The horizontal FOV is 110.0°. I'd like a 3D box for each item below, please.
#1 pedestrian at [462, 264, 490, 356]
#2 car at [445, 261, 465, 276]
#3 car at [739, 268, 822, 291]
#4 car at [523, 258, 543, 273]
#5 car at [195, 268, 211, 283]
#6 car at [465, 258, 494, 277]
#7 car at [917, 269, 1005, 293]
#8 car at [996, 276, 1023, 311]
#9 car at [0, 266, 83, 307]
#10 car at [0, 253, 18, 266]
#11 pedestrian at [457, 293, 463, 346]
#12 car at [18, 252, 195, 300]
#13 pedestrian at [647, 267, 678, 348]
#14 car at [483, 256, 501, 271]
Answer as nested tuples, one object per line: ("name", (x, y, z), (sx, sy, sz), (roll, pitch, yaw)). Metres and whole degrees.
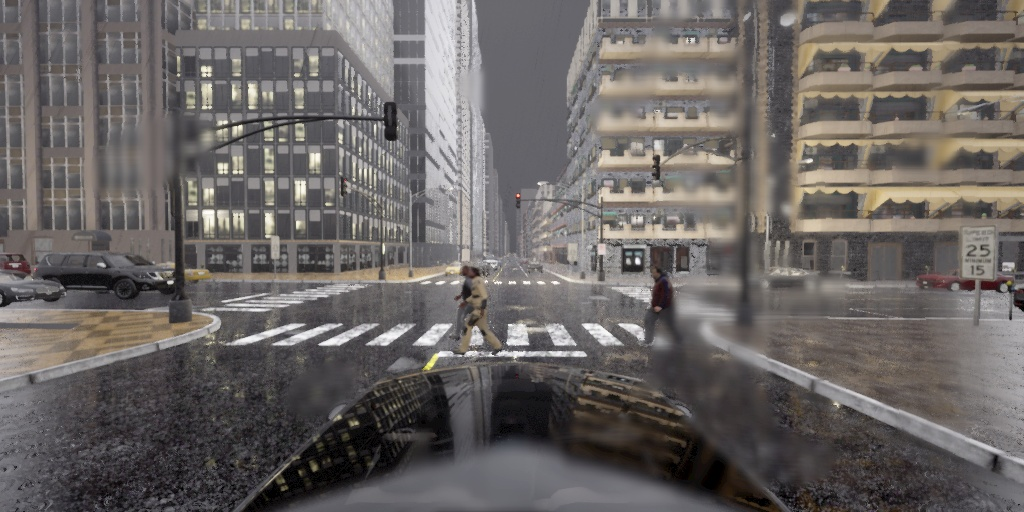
("pedestrian", (-0.707, 1.041, 7.069), (0.375, 1.860, 0.375), (-1, 1, 0))
("car", (-5.695, 1.259, 36.531), (1.751, 1.417, 4.829), (0, 0, 0))
("car", (16.307, 1.372, 21.888), (4.403, 1.370, 2.007), (0, 0, 1))
("car", (2.685, 1.282, 42.356), (2.007, 1.370, 4.403), (0, 0, 0))
("car", (-21.669, 1.025, 22.380), (4.829, 1.417, 1.751), (0, 0, 1))
("car", (-3.099, 1.240, 34.736), (1.837, 1.490, 4.892), (0, 0, 0))
("car", (27.372, 1.459, 21.734), (4.507, 1.381, 1.888), (0, 0, 1))
("car", (21.715, 1.574, 13.432), (4.313, 1.339, 1.948), (0, 0, 1))
("car", (-20.287, 1.202, 14.047), (4.403, 1.370, 2.007), (0, 0, 1))
("car", (-33.616, 0.708, 22.583), (5.009, 1.841, 2.192), (0, 0, 1))
("pedestrian", (-0.987, 1.041, 8.270), (0.375, 1.860, 0.375), (-1, 1, 0))
("car", (-18.484, 0.845, 16.566), (5.566, 2.045, 2.150), (1, 1, 1))
("pedestrian", (3.211, 1.041, 7.670), (0.375, 1.860, 0.375), (-1, 1, 0))
("car", (-3.096, 0.951, 49.498), (2.150, 2.045, 5.566), (0, 0, 0))
